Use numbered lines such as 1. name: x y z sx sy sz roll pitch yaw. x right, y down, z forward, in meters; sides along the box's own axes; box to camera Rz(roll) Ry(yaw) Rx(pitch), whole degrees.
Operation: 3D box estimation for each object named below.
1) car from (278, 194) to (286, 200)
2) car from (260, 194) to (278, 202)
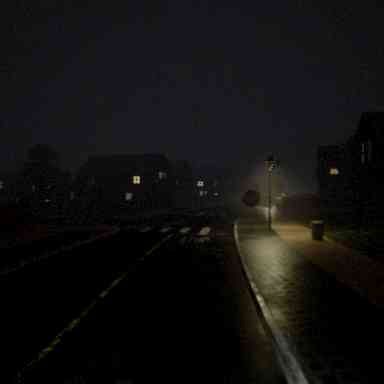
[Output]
1. car: 20.436 1.127 76.997 2.128 1.511 4.902 0 0 32
2. car: 15.545 1.389 67.981 1.895 1.301 4.718 0 0 28
